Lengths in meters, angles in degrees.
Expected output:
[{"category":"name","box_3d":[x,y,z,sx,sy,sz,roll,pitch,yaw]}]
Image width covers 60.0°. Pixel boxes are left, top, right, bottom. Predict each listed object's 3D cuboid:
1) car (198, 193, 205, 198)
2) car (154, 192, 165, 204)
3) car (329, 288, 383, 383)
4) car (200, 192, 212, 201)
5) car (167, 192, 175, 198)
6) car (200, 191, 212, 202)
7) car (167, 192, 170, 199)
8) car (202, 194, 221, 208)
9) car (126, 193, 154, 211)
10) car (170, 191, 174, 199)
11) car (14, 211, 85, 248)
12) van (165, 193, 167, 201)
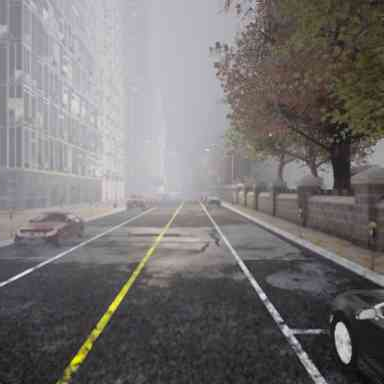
[{"category":"car","box_3d":[2.644,0.857,91.793,1.802,1.307,4.206,0,1,0]},{"category":"car","box_3d":[-5.859,1.160,53.132,2.008,1.369,4.403,0,0,0]},{"category":"car","box_3d":[2.694,1.529,2.835,2.008,1.369,4.403,0,0,0]},{"category":"car","box_3d":[2.667,1.051,52.872,1.967,1.590,4.097,0,0,0]},{"category":"car","box_3d":[-5.745,0.801,91.884,1.752,1.417,4.829,0,1,0]},{"category":"car","box_3d":[2.661,0.836,63.989,2.192,1.841,5.009,0,0,0]},{"category":"car","box_3d":[-5.866,1.086,64.253,1.947,1.339,4.313,0,0,0]},{"category":"car","box_3d":[2.672,1.246,41.752,2.008,1.369,4.403,0,0,0]},{"category":"car","box_3d":[-5.849,1.051,36.449,2.192,1.841,5.009,0,0,0]},{"category":"car","box_3d":[-5.871,0.865,75.373,1.967,1.590,4.097,0,0,0]},{"category":"car","box_3d":[-5.838,1.480,14.212,1.802,1.307,4.206,0,0,0]},{"category":"van","box_3d":[-5.861,0.906,58.691,1.690,1.788,3.998,0,0,0]}]
